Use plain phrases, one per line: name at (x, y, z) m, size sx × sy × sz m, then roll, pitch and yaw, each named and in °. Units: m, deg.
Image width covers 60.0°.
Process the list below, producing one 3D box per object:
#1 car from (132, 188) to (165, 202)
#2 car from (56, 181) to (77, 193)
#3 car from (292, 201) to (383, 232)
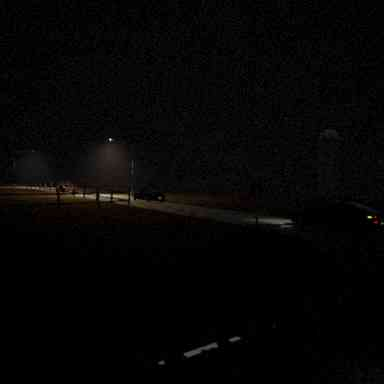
car at (-4.554, 0.300, 34.879) m, size 1.812 × 1.442 × 4.674 m, roll 1°, pitch 1°, yaw -36°
car at (-18.819, -0.821, 49.870) m, size 2.097 × 1.767 × 4.553 m, roll 2°, pitch 1°, yaw -36°
car at (7.607, 1.199, 17.661) m, size 1.812 × 1.442 × 4.674 m, roll -1°, pitch 4°, yaw -42°
